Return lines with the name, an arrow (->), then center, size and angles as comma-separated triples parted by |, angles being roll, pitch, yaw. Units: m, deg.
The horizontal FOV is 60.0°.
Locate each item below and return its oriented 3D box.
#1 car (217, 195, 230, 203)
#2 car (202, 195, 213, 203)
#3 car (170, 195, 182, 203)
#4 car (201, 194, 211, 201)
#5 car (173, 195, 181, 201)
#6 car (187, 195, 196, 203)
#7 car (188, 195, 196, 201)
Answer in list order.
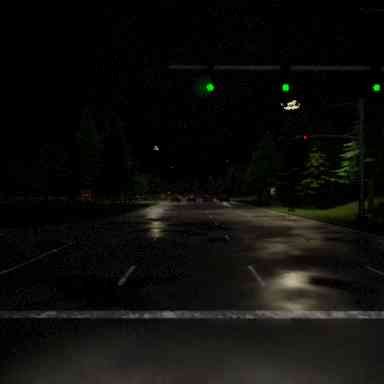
car -> 6.929, 1.547, 70.754 | 1.994, 1.385, 4.181 | 0, 0, 0
car -> 3.429, 1.547, 70.751 | 1.994, 1.385, 4.181 | 0, 0, 0
car -> -3.571, 1.519, 70.744 | 1.812, 1.442, 4.674 | 0, 0, 0
car -> 3.419, 1.360, 80.754 | 2.128, 1.511, 4.902 | 0, 0, 0
car -> -3.581, 1.359, 80.747 | 1.812, 1.442, 4.674 | 0, 0, 0
car -> -0.070, 1.534, 70.331 | 2.033, 1.411, 5.357 | 0, 0, 0
car -> -0.081, 1.359, 80.750 | 1.812, 1.442, 4.674 | 0, 0, 0
